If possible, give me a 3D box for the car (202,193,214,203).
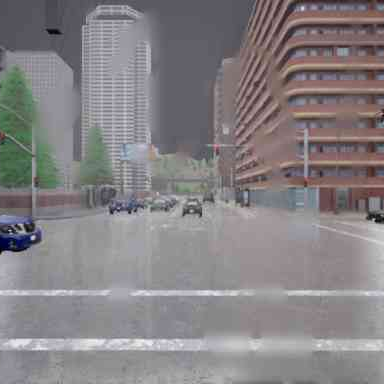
[{"bbox_3d":[3.412,1.221,68.680,2.150,2.045,5.566,0,0,0],"label":"car"}]

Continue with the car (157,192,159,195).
[{"bbox_3d":[-7.127,1.352,64.787,2.097,1.767,4.553,0,0,0],"label":"car"}]

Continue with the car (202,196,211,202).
[{"bbox_3d":[3.400,1.576,78.247,1.895,1.301,4.718,0,0,0],"label":"car"}]

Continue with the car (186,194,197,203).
[{"bbox_3d":[-0.089,1.352,69.466,2.097,1.767,4.553,0,0,0],"label":"car"}]

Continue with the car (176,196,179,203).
[{"bbox_3d":[-3.656,1.547,57.066,2.033,1.411,5.357,0,0,0],"label":"car"}]

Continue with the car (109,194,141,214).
[{"bbox_3d":[-7.146,1.222,35.199,2.150,2.045,5.566,0,0,0],"label":"car"}]

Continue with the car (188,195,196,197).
[{"bbox_3d":[0.027,1.477,59.474,1.882,1.535,5.008,0,0,0],"label":"car"}]

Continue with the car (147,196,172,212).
[{"bbox_3d":[-3.647,1.526,38.259,1.812,1.442,4.674,0,0,0],"label":"car"}]

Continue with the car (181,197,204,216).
[{"bbox_3d":[0.022,1.526,32.216,1.812,1.442,4.674,0,0,1],"label":"car"}]

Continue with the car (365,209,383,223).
[{"bbox_3d":[15.002,1.492,23.249,5.357,1.411,2.033,0,0,-12],"label":"car"}]

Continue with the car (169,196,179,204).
[{"bbox_3d":[-3.607,1.526,67.022,1.812,1.442,4.674,0,0,0],"label":"car"}]

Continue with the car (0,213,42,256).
[{"bbox_3d":[-8.247,1.200,11.514,5.566,2.045,2.150,1,0,0],"label":"car"}]

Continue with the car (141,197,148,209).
[{"bbox_3d":[-7.158,1.547,45.449,2.033,1.411,5.357,0,0,0],"label":"car"}]

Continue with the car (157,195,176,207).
[{"bbox_3d":[-3.652,1.526,47.355,1.812,1.442,4.674,0,0,0],"label":"car"}]

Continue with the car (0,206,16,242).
[{"bbox_3d":[-11.268,1.445,15.521,5.008,1.535,1.882,1,0,-9],"label":"car"}]
